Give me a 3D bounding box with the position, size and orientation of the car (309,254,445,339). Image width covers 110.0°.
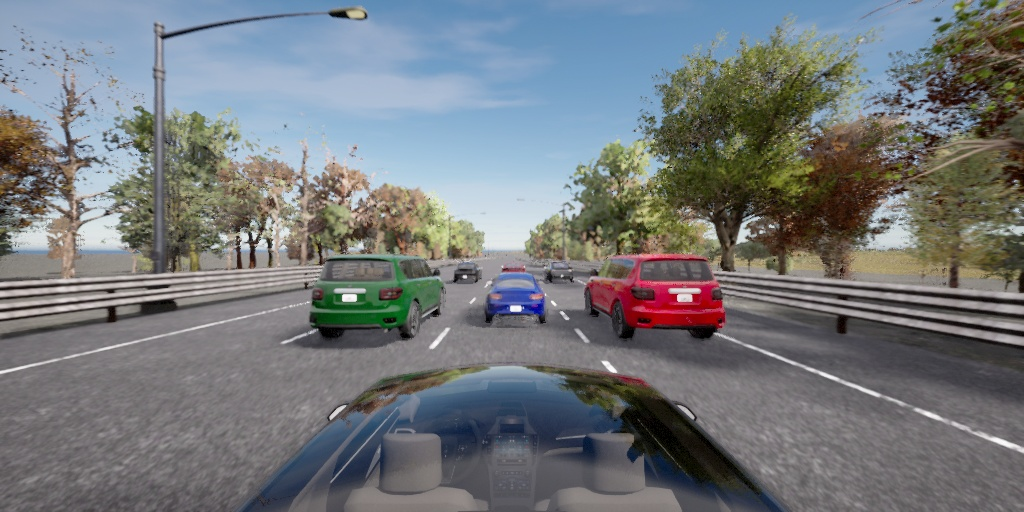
[{"bbox_3d":[-3.399,0.970,10.182,2.150,2.045,5.566,0,0,0],"label":"car"}]

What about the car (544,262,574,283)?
[{"bbox_3d":[3.604,1.238,28.144,2.128,1.511,4.902,0,0,0],"label":"car"}]

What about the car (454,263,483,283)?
[{"bbox_3d":[-3.395,1.251,28.240,1.837,1.490,4.892,0,0,0],"label":"car"}]

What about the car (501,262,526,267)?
[{"bbox_3d":[0.117,1.224,29.769,1.882,1.535,5.008,0,0,0],"label":"car"}]

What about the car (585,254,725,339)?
[{"bbox_3d":[3.602,0.970,10.155,2.150,2.045,5.566,0,0,0],"label":"car"}]

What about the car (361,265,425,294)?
[{"bbox_3d":[-6.896,1.294,21.467,2.033,1.411,5.357,0,0,0],"label":"car"}]

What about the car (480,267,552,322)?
[{"bbox_3d":[0.108,1.272,12.075,1.812,1.442,4.674,0,0,0],"label":"car"}]
